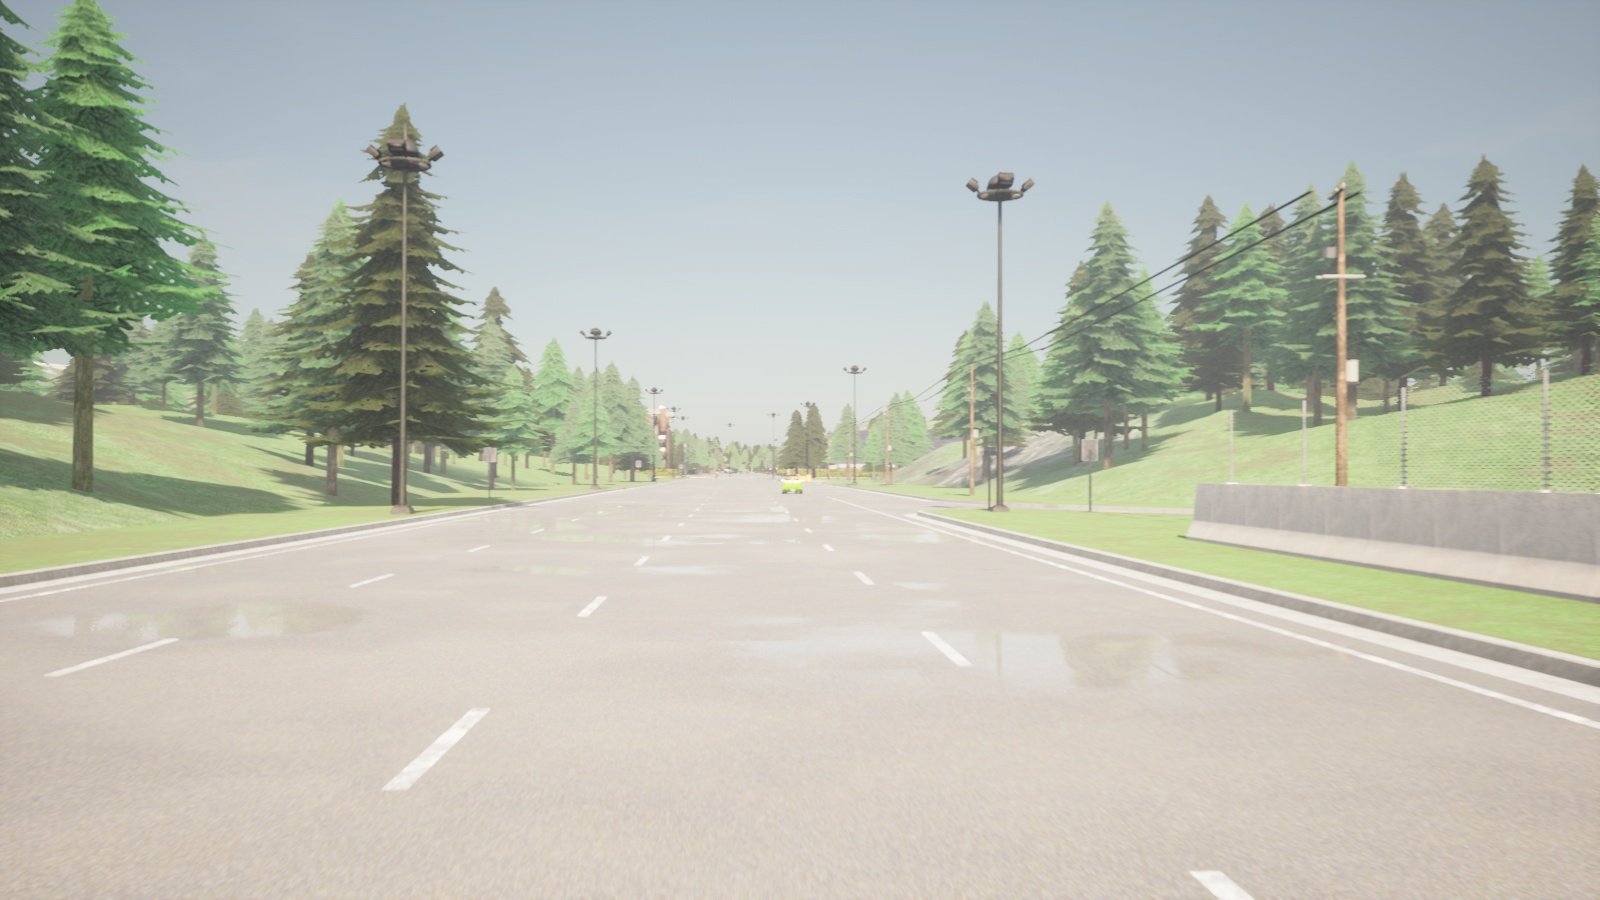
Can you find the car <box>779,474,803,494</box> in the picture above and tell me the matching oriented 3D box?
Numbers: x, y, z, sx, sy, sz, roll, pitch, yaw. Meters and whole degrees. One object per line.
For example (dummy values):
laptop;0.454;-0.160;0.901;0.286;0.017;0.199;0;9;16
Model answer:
car;-0.622;2.294;84.903;1.481;1.376;2.207;0;-1;-3
